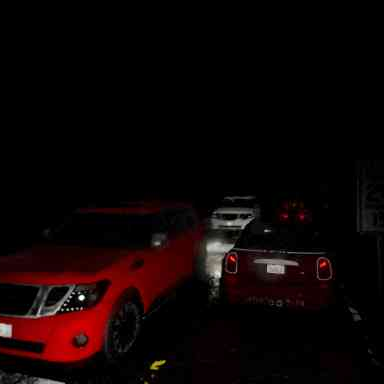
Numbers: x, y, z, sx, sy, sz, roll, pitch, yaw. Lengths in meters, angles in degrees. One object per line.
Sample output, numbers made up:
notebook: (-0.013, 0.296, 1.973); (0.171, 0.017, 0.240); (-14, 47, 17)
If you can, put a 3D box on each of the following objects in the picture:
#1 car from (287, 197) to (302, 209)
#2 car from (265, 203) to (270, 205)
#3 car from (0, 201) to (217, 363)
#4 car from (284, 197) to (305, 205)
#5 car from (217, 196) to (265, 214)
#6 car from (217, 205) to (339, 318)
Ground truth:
car: (14.240, 1.508, 46.212); (1.882, 1.535, 5.008); (0, 0, 17)
car: (6.254, 1.622, 30.364); (1.895, 1.301, 4.718); (0, 0, 18)
car: (-1.310, 1.225, 6.430); (2.150, 2.045, 5.566); (0, 0, 18)
car: (11.239, 1.377, 36.567); (2.097, 1.767, 4.553); (0, 0, 18)
car: (2.675, 1.237, 19.075); (2.150, 2.045, 5.566); (0, 0, 18)
car: (2.090, 1.357, 7.788); (2.097, 1.767, 4.553); (0, 0, 18)
